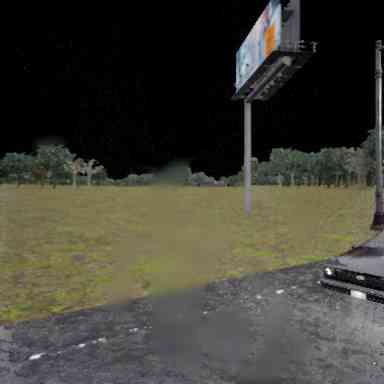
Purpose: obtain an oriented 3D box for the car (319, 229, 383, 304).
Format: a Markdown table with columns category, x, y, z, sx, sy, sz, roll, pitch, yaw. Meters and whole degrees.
| category | x | y | z | sx | sy | sz | roll | pitch | yaw |
| --- | --- | --- | --- | --- | --- | --- | --- | --- | --- |
| car | 5.269 | 1.522 | 7.748 | 5.357 | 1.411 | 2.033 | 0 | 0 | -35 |
